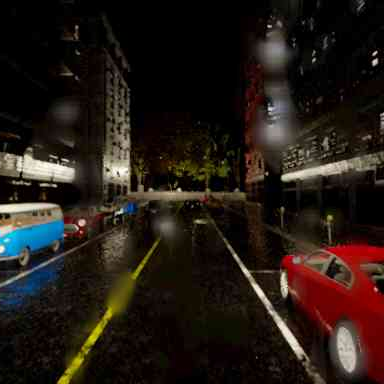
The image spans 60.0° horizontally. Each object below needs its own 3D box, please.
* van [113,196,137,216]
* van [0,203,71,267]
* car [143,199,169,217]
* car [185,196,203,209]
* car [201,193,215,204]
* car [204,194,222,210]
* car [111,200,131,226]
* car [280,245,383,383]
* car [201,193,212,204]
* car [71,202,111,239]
[{"bbox_3d":[-5.665,1.216,28.011,1.690,1.788,3.998,1,0,0],"label":"van"},{"bbox_3d":[-5.650,1.292,10.922,1.690,1.788,3.998,1,0,0],"label":"van"},{"bbox_3d":[-3.126,1.391,30.039,1.812,1.442,4.674,0,0,0],"label":"car"},{"bbox_3d":[0.063,1.413,42.076,1.895,1.301,4.718,0,0,0],"label":"car"},{"bbox_3d":[2.658,1.064,56.561,2.192,1.841,5.009,1,0,0],"label":"car"},{"bbox_3d":[2.669,1.349,39.643,1.752,1.417,4.829,1,0,0],"label":"car"},{"bbox_3d":[-5.664,1.451,22.316,2.008,1.369,4.403,1,0,0],"label":"car"},{"bbox_3d":[2.699,1.521,5.296,1.887,1.381,4.507,1,0,0],"label":"car"},{"bbox_3d":[2.659,1.319,50.866,1.887,1.381,4.507,1,0,0],"label":"car"},{"bbox_3d":[-5.657,1.366,16.619,1.967,1.590,4.097,1,0,0],"label":"car"}]
